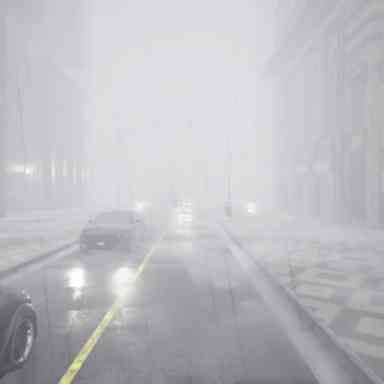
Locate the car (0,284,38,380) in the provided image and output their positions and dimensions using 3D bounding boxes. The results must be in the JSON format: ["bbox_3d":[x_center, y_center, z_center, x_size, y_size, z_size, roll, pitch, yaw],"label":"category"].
[{"bbox_3d":[-3.095,1.564,2.862,1.994,1.385,4.181,0,0,0],"label":"car"}]

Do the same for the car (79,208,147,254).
[{"bbox_3d":[-3.055,1.476,13.700,1.882,1.535,5.008,0,0,0],"label":"car"}]

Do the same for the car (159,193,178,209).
[{"bbox_3d":[-3.085,1.219,44.748,2.150,2.045,5.566,0,0,0],"label":"car"}]
